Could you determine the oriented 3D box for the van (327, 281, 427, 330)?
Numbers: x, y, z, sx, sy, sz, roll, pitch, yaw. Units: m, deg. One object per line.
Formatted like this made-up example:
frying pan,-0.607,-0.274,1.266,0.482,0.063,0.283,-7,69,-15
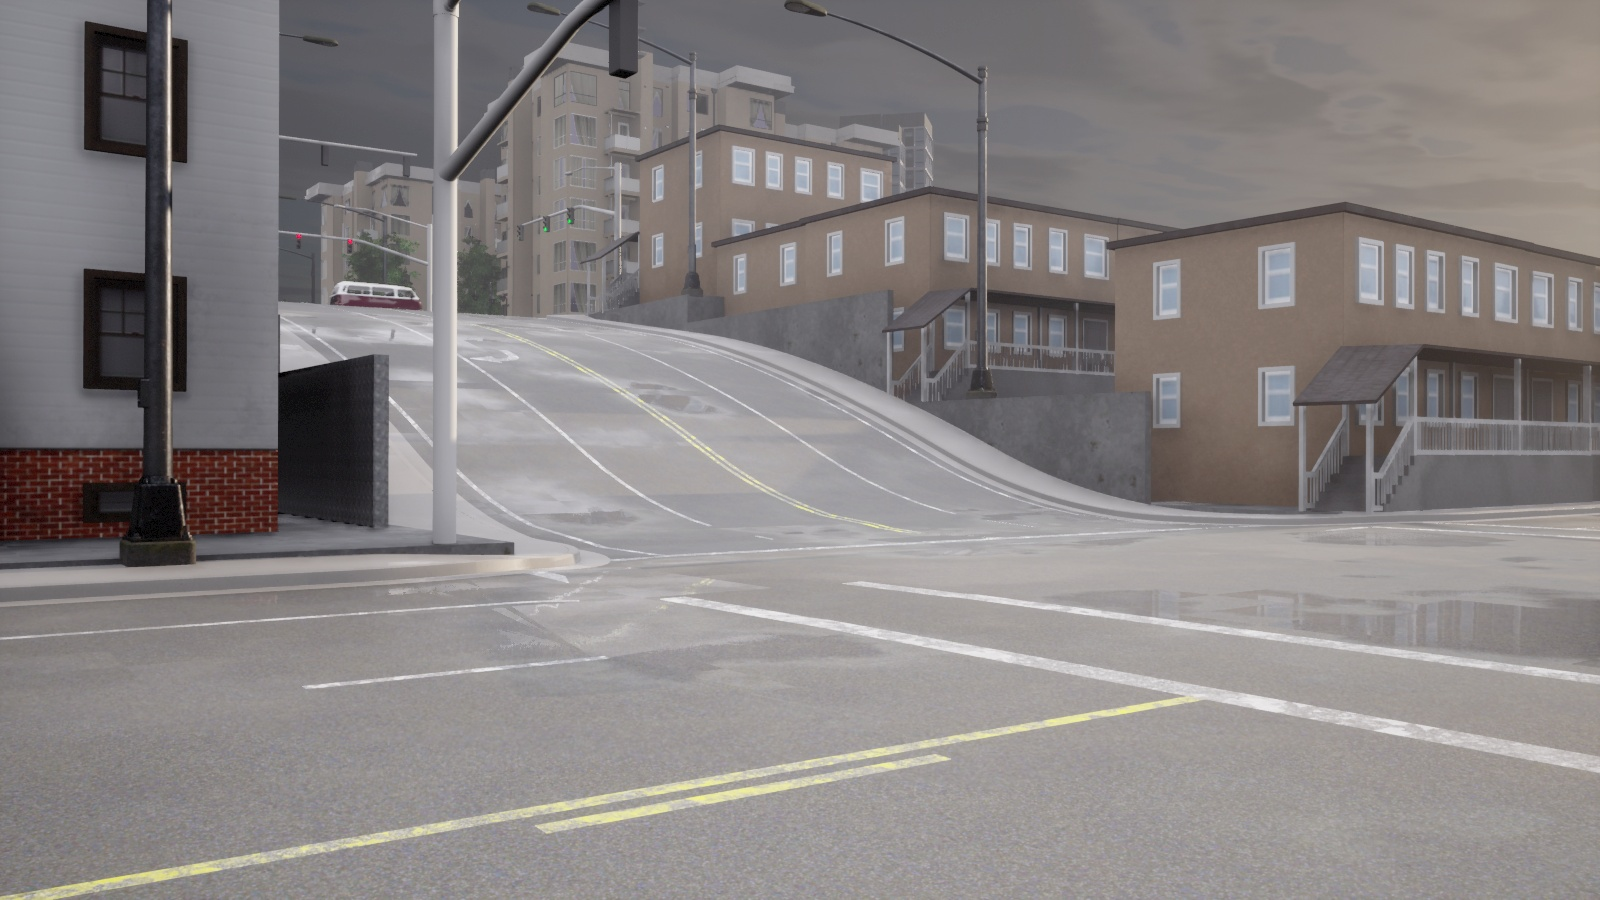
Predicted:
van,-21.755,-7.395,64.593,4.480,2.038,2.069,0,0,-35
